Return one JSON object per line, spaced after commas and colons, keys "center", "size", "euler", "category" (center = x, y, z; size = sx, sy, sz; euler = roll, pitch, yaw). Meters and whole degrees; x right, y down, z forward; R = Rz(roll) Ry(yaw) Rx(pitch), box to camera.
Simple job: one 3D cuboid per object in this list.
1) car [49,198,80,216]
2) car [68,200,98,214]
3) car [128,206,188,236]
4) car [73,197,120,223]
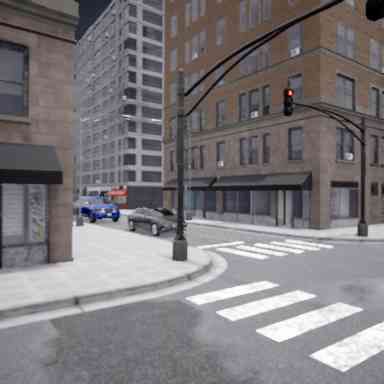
{"center": [-13.897, 1.580, 36.059], "size": [2.097, 1.767, 4.553], "euler": [0, -1, -35], "category": "car"}
{"center": [-13.300, 1.752, 40.277], "size": [2.128, 1.511, 4.902], "euler": [0, -1, -35], "category": "car"}
{"center": [-2.125, 1.643, 19.518], "size": [1.837, 1.490, 4.892], "euler": [0, -1, -35], "category": "car"}
{"center": [-7.933, 1.404, 27.672], "size": [2.150, 2.045, 5.566], "euler": [0, -1, -36], "category": "car"}
